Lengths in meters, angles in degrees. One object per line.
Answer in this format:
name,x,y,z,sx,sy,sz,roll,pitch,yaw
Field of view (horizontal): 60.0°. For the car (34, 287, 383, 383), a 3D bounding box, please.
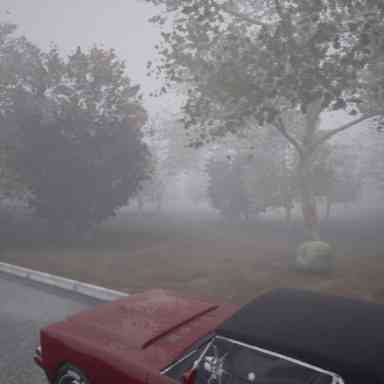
car,0.673,1.600,2.898,4.718,1.301,1.895,0,0,36
